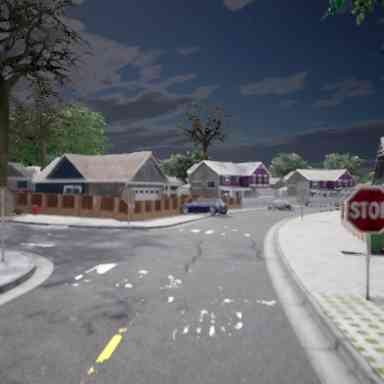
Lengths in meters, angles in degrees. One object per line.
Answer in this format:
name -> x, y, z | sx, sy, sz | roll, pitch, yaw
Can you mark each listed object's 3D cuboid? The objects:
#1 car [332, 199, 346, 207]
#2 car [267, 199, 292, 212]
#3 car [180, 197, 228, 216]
car -> 26.461, 1.931, 58.127 | 4.718, 1.301, 1.895 | 1, 0, -37
car -> 11.071, 1.640, 41.838 | 1.812, 1.442, 4.674 | 1, 0, 36
car -> 1.030, 1.317, 31.736 | 4.553, 1.767, 2.097 | -1, -1, 33
